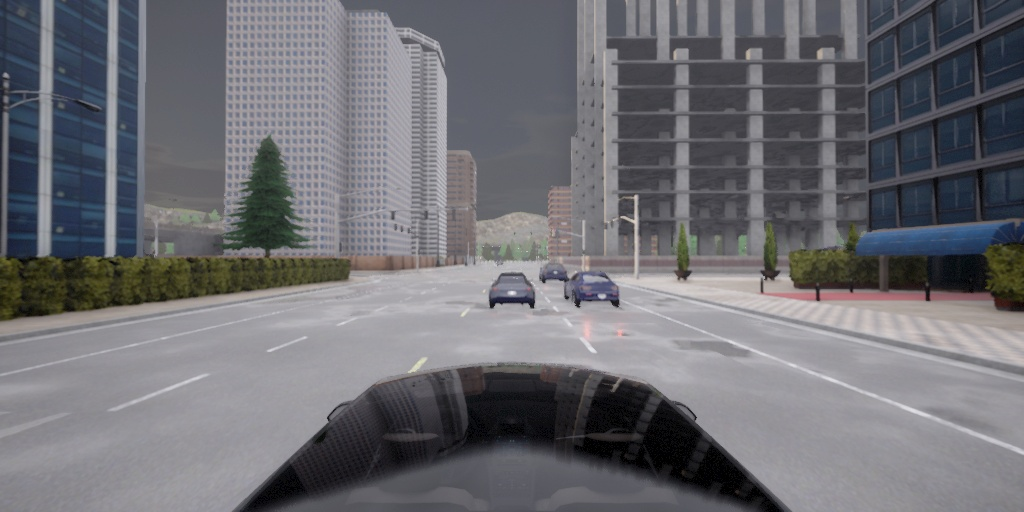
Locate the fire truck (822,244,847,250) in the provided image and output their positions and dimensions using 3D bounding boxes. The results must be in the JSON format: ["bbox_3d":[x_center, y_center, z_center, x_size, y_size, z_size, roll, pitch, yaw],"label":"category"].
[{"bbox_3d":[43.795,0.411,44.995,8.468,3.827,2.891,0,-1,0],"label":"fire truck"}]

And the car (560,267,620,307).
[{"bbox_3d":[3.507,1.413,16.239,1.812,1.442,4.674,0,0,0],"label":"car"}]

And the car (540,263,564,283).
[{"bbox_3d":[3.540,1.376,30.948,2.097,1.767,4.553,0,-1,1],"label":"car"}]

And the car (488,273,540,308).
[{"bbox_3d":[0.007,1.451,16.157,1.994,1.385,4.181,0,0,0],"label":"car"}]
